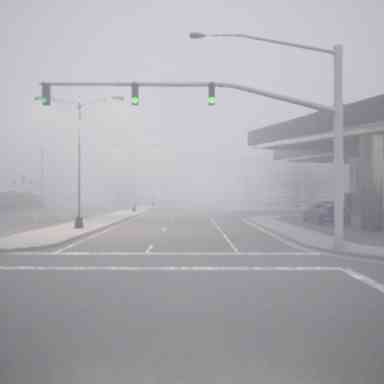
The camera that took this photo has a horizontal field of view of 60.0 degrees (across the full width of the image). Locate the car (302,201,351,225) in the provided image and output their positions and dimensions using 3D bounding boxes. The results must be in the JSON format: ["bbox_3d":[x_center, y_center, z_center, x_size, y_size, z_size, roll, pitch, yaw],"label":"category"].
[{"bbox_3d":[9.724,1.459,24.289,2.242,1.667,4.611,0,0,0],"label":"car"}]
